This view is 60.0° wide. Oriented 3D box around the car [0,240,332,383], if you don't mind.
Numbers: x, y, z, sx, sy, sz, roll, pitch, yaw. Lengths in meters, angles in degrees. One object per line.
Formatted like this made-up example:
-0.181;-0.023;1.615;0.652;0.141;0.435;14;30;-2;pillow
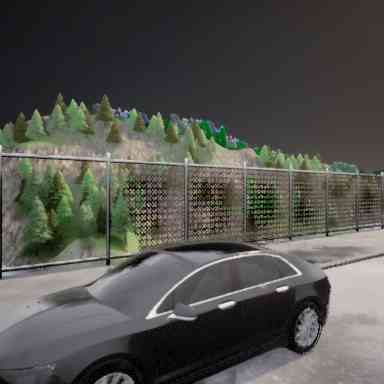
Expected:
-0.057;1.505;4.559;4.892;1.490;1.837;0;0;-35;car
